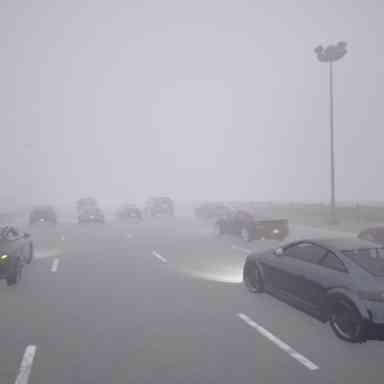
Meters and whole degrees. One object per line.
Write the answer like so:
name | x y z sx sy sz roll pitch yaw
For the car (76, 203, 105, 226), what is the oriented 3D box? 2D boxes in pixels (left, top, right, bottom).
car | -8.125 1.856 26.677 1.994 1.385 4.181 0 0 -19

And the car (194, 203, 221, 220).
car | 1.714 1.706 30.366 2.128 1.511 4.902 0 0 -19

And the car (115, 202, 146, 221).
car | -5.842 1.824 30.731 1.812 1.442 4.674 0 0 -20

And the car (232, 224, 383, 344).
car | 2.690 1.585 6.626 1.994 1.385 4.181 0 0 -19

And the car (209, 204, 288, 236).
car | 2.819 1.575 16.758 1.882 1.535 5.008 0 0 -19

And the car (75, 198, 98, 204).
car | -11.496 1.625 36.207 2.150 2.045 5.566 0 0 -20

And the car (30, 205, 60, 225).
car | -11.901 1.839 26.878 1.837 1.490 4.892 0 0 -19

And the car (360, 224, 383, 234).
car | 8.247 1.527 11.907 1.812 1.442 4.674 0 0 -20

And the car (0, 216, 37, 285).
car | -5.722 1.659 9.417 1.812 1.442 4.674 0 0 -19

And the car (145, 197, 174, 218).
car | -3.492 1.527 34.582 2.150 2.045 5.566 0 0 -20
